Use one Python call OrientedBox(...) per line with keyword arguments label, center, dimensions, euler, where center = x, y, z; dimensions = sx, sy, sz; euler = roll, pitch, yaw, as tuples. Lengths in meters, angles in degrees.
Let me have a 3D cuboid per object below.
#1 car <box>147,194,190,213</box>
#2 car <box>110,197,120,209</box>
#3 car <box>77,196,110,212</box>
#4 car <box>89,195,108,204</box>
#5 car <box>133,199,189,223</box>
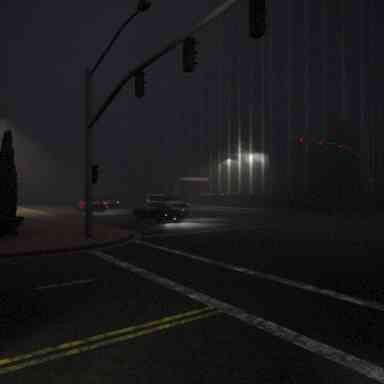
OrientedBox(label="car", center=(-2.417, 1.222, 31.579), dimensions=(2.150, 2.045, 5.566), euler=(0, 0, -36))
OrientedBox(label="car", center=(-11.203, 1.353, 43.691), dimensions=(2.097, 1.767, 4.553), euler=(0, 0, -36))
OrientedBox(label="car", center=(-11.517, 1.352, 38.159), dimensions=(2.097, 1.767, 4.553), euler=(0, 0, -36))
OrientedBox(label="car", center=(-18.680, 1.478, 66.225), dimensions=(1.882, 1.535, 5.008), euler=(0, 0, -36))
OrientedBox(label="car", center=(-2.801, 1.547, 26.155), dimensions=(2.033, 1.411, 5.357), euler=(0, 0, -36))
